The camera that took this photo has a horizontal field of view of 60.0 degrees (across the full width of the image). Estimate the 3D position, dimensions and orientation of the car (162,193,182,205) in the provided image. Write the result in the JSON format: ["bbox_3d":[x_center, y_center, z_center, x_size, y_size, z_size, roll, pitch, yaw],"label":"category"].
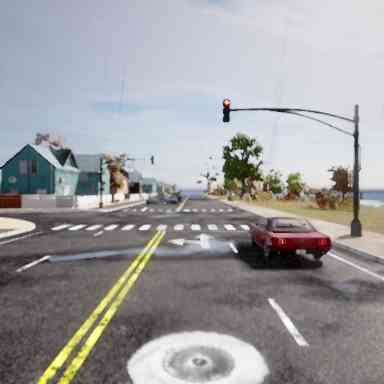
[{"bbox_3d":[-3.305,1.339,55.949,2.033,1.411,5.357,0,0,1],"label":"car"}]

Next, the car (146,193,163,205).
[{"bbox_3d":[-6.551,1.339,55.907,2.033,1.411,5.357,0,0,1],"label":"car"}]

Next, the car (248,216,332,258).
[{"bbox_3d":[3.350,1.546,12.405,1.895,1.301,4.718,0,0,0],"label":"car"}]

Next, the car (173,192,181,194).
[{"bbox_3d":[-3.251,0.974,71.785,2.150,2.045,5.566,0,0,0],"label":"car"}]
